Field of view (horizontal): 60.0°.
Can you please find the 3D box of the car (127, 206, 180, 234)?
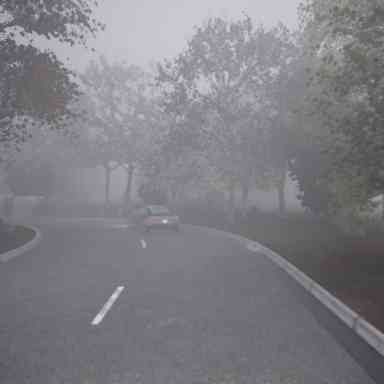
[{"bbox_3d":[-2.239,1.451,18.598,1.994,1.385,4.181,2,-1,-26],"label":"car"}]
